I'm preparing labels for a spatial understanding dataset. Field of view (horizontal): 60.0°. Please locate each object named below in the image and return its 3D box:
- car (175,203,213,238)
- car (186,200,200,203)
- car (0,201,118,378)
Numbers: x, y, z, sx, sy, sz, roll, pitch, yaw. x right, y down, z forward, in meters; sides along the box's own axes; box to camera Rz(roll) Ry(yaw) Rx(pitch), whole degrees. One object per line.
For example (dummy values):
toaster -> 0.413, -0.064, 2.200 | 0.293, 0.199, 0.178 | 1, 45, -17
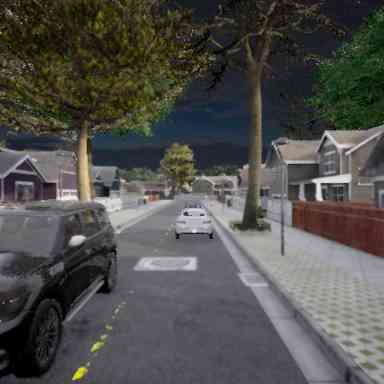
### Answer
car -> 0.105, 1.537, 17.494 | 1.812, 1.442, 4.674 | 0, 0, 0
car -> 0.109, 1.648, 39.089 | 1.895, 1.301, 4.718 | 0, 0, 0
car -> -2.848, 1.223, 5.904 | 2.150, 2.045, 5.566 | 0, 0, 0
